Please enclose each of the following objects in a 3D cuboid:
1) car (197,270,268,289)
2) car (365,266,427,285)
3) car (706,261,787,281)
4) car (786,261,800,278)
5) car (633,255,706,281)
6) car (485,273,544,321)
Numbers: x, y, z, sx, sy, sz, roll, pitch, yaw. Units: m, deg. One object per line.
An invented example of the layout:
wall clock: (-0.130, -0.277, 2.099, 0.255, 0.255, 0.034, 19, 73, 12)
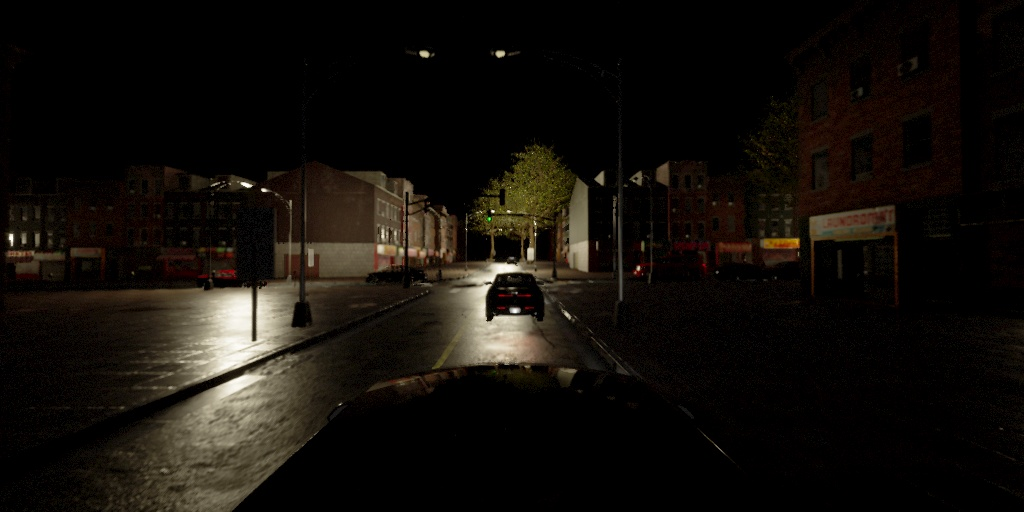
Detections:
car: (-20.380, 1.738, 26.249, 4.507, 1.381, 1.888, 0, 0, 0)
car: (-9.304, 1.558, 28.894, 4.902, 1.511, 2.128, -1, -1, 6)
car: (17.202, 1.203, 26.411, 4.313, 1.339, 1.948, 0, 0, 0)
car: (22.582, 1.130, 29.179, 4.674, 1.442, 1.812, -1, -1, 0)
car: (12.773, 0.966, 29.147, 5.566, 2.045, 2.150, -1, -1, 0)
car: (0.089, 1.336, 12.836, 1.837, 1.490, 4.892, 0, 0, 0)
